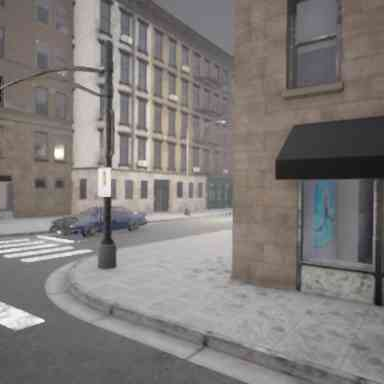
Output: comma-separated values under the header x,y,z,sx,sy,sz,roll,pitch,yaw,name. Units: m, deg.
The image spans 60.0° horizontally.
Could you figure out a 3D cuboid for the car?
x,y,z,sx,sy,sz,roll,pitch,yaw,name
-4.558,1.433,17.241,2.033,1.411,5.357,1,0,33,car
